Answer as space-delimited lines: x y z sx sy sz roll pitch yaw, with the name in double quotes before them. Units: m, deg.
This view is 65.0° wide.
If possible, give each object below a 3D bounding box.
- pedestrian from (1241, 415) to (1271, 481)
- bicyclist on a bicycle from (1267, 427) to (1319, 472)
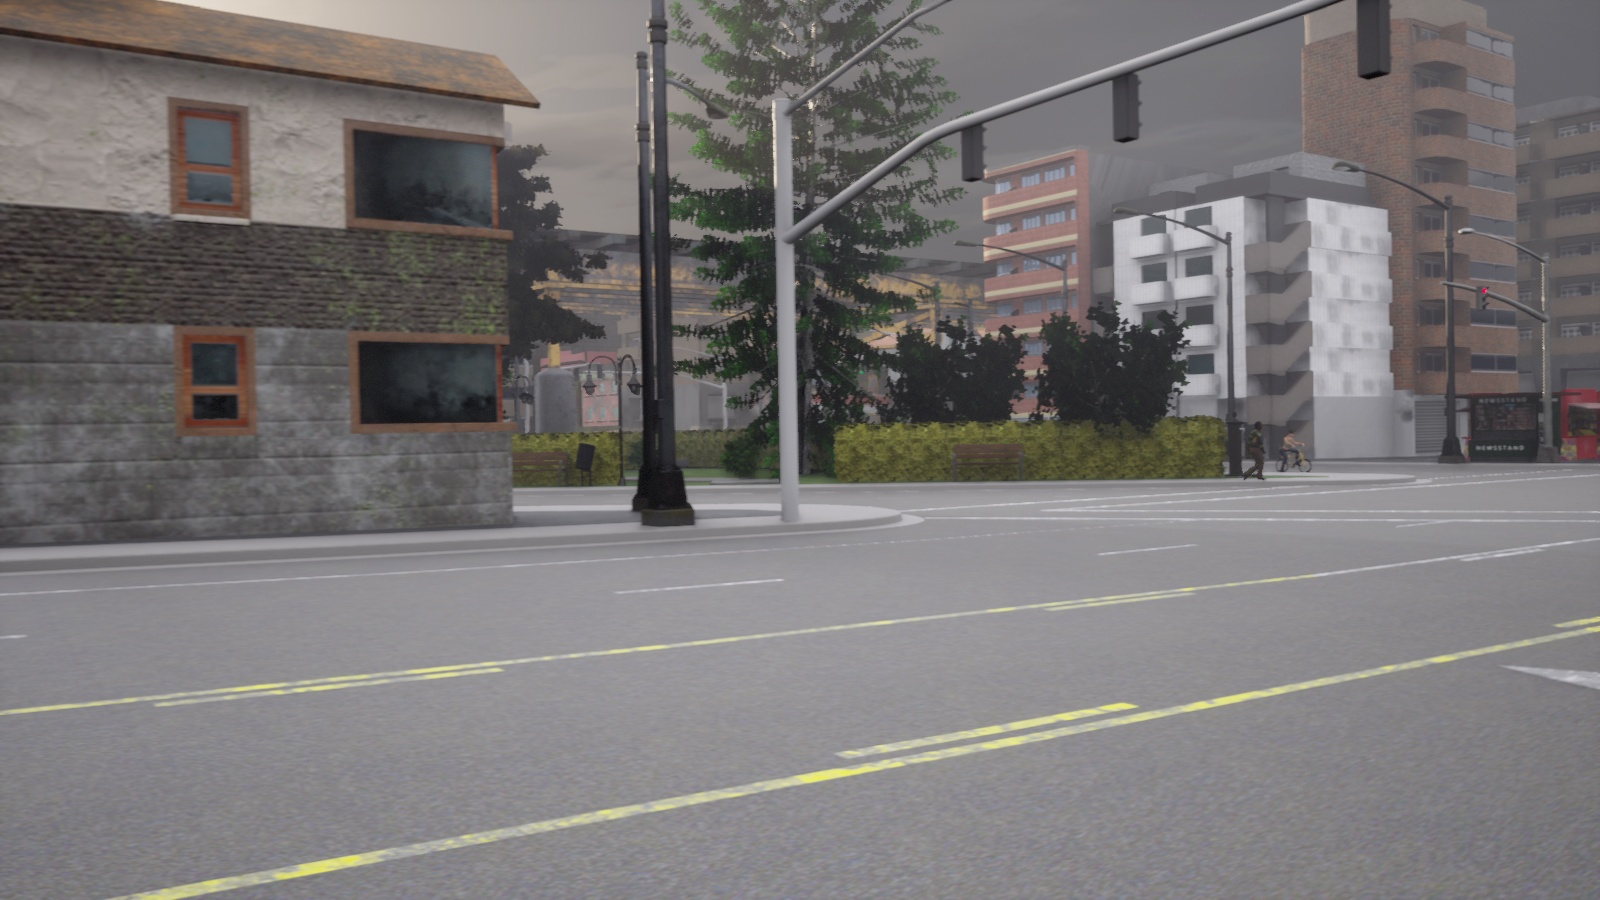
"pedestrian" 13.475 -0.072 37.123 0.692 1.930 0.395 -1 1 1
"bicyclist on a bicycle" 18.082 -0.019 46.084 0.866 1.612 1.509 -2 1 -34
